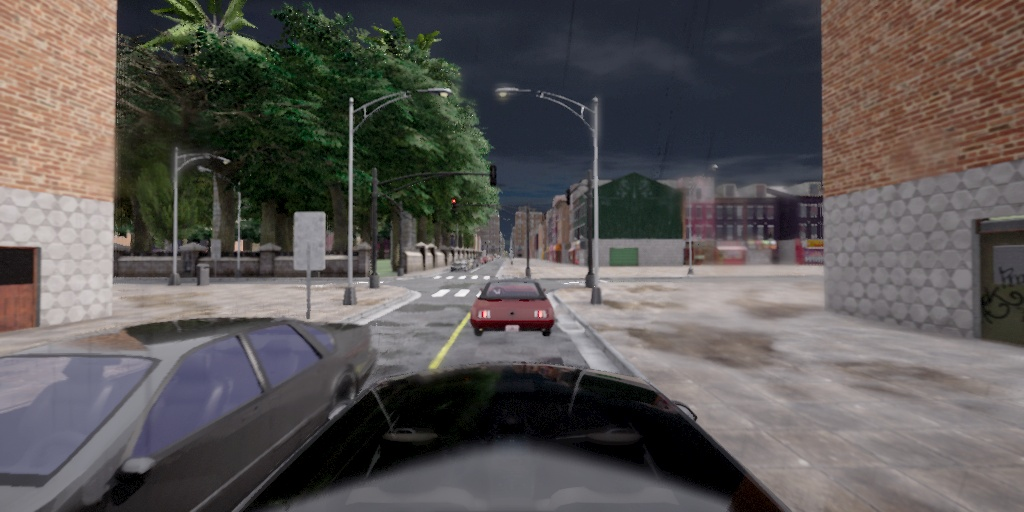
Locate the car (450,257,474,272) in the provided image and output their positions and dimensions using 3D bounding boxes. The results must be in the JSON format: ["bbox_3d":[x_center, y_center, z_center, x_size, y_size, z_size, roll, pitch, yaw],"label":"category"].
[{"bbox_3d":[-5.540,0.955,38.477,2.007,1.370,4.403,0,0,0],"label":"car"}]

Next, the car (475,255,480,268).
[{"bbox_3d":[-5.572,0.893,45.612,2.007,1.370,4.403,0,0,0],"label":"car"}]

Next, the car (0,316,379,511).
[{"bbox_3d":[-2.826,1.286,2.832,2.033,1.411,5.357,0,1,0],"label":"car"}]

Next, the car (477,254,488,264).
[{"bbox_3d":[-5.709,0.798,61.960,1.802,1.307,4.207,0,0,0],"label":"car"}]

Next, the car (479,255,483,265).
[{"bbox_3d":[-5.618,0.864,51.061,1.948,1.339,4.313,0,0,0],"label":"car"}]

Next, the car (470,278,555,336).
[{"bbox_3d":[0.026,1.269,9.999,1.895,1.301,4.718,0,1,0],"label":"car"}]
